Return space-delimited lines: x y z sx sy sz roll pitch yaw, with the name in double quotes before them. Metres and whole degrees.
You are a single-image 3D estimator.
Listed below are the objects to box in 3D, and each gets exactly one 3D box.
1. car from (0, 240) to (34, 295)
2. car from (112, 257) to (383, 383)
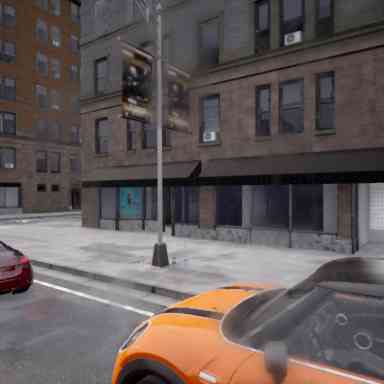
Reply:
"car" -5.482 1.563 7.582 4.181 1.385 1.994 0 0 36
"car" 1.458 1.353 2.647 4.553 1.767 2.097 0 0 36
